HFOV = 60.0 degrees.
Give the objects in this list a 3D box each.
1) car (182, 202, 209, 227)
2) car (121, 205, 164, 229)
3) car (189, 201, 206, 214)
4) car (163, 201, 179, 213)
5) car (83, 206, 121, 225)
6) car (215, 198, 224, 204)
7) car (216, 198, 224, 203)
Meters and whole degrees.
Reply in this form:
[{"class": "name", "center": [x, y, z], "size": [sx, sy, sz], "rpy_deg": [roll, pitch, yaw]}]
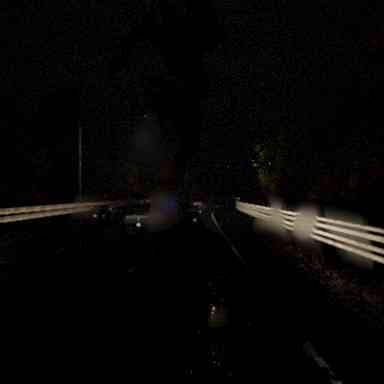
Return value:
[{"class": "car", "center": [0.238, 1.712, 24.452], "size": [1.812, 1.442, 4.674], "rpy_deg": [0, 0, 1]}, {"class": "car", "center": [-3.292, 1.782, 23.018], "size": [1.895, 1.301, 4.718], "rpy_deg": [0, 0, 1]}, {"class": "car", "center": [0.768, 1.890, 41.432], "size": [1.994, 1.385, 4.181], "rpy_deg": [0, 0, 2]}, {"class": "car", "center": [-2.728, 1.858, 41.552], "size": [1.812, 1.442, 4.674], "rpy_deg": [0, -1, 3]}, {"class": "car", "center": [-6.741, 1.757, 25.843], "size": [2.033, 1.411, 5.357], "rpy_deg": [0, 0, 1]}, {"class": "car", "center": [6.271, 2.038, 76.131], "size": [1.812, 1.442, 4.674], "rpy_deg": [0, -1, 7]}, {"class": "car", "center": [7.273, 2.236, 85.685], "size": [1.895, 1.301, 4.718], "rpy_deg": [0, -1, 5]}]
